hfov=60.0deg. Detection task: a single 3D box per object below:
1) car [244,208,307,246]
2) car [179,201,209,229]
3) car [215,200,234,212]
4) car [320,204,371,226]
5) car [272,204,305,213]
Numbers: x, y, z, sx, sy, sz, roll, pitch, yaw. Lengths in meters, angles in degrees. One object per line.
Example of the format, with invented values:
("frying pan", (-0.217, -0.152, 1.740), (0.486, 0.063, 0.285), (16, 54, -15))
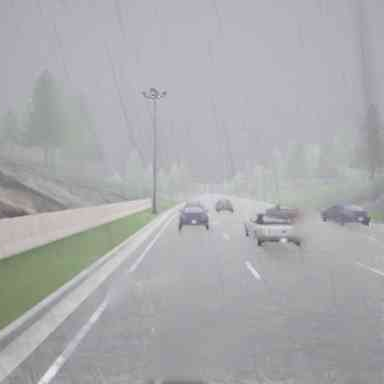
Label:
("car", (3.599, 1.607, 15.293), (1.895, 1.301, 4.718), (0, 0, 0))
("car", (0.114, 1.534, 21.395), (1.812, 1.442, 4.674), (0, 0, 0))
("car", (3.651, 1.562, 38.141), (2.033, 1.411, 5.357), (0, 0, 1))
("car", (10.601, 1.536, 23.192), (1.812, 1.442, 4.674), (0, 0, 0))
("car", (7.101, 1.611, 25.871), (1.895, 1.301, 4.718), (0, 0, 0))
